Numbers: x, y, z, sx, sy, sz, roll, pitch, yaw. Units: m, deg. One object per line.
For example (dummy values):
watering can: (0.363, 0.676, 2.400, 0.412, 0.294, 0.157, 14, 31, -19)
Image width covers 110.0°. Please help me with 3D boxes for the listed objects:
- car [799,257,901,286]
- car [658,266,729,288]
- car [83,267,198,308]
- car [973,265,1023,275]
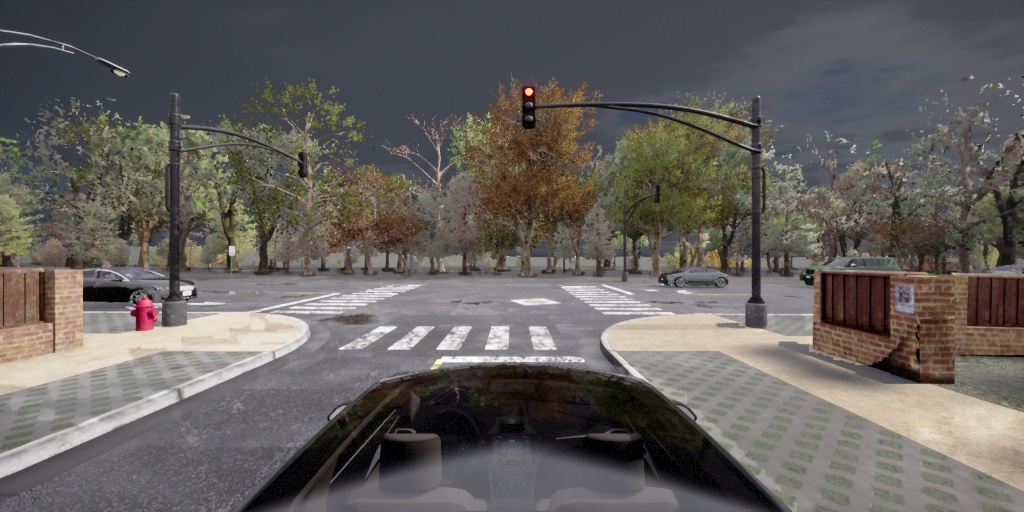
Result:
car: (22.541, 1.061, 23.964, 5.566, 2.045, 2.150, 0, 0, -1)
car: (12.035, 1.368, 23.951, 4.181, 1.385, 1.994, 0, 0, 0)
car: (-15.114, 1.183, 13.975, 4.902, 1.511, 2.128, 0, 0, 0)
car: (33.730, 1.365, 23.952, 4.902, 1.511, 2.128, 0, 0, 0)
